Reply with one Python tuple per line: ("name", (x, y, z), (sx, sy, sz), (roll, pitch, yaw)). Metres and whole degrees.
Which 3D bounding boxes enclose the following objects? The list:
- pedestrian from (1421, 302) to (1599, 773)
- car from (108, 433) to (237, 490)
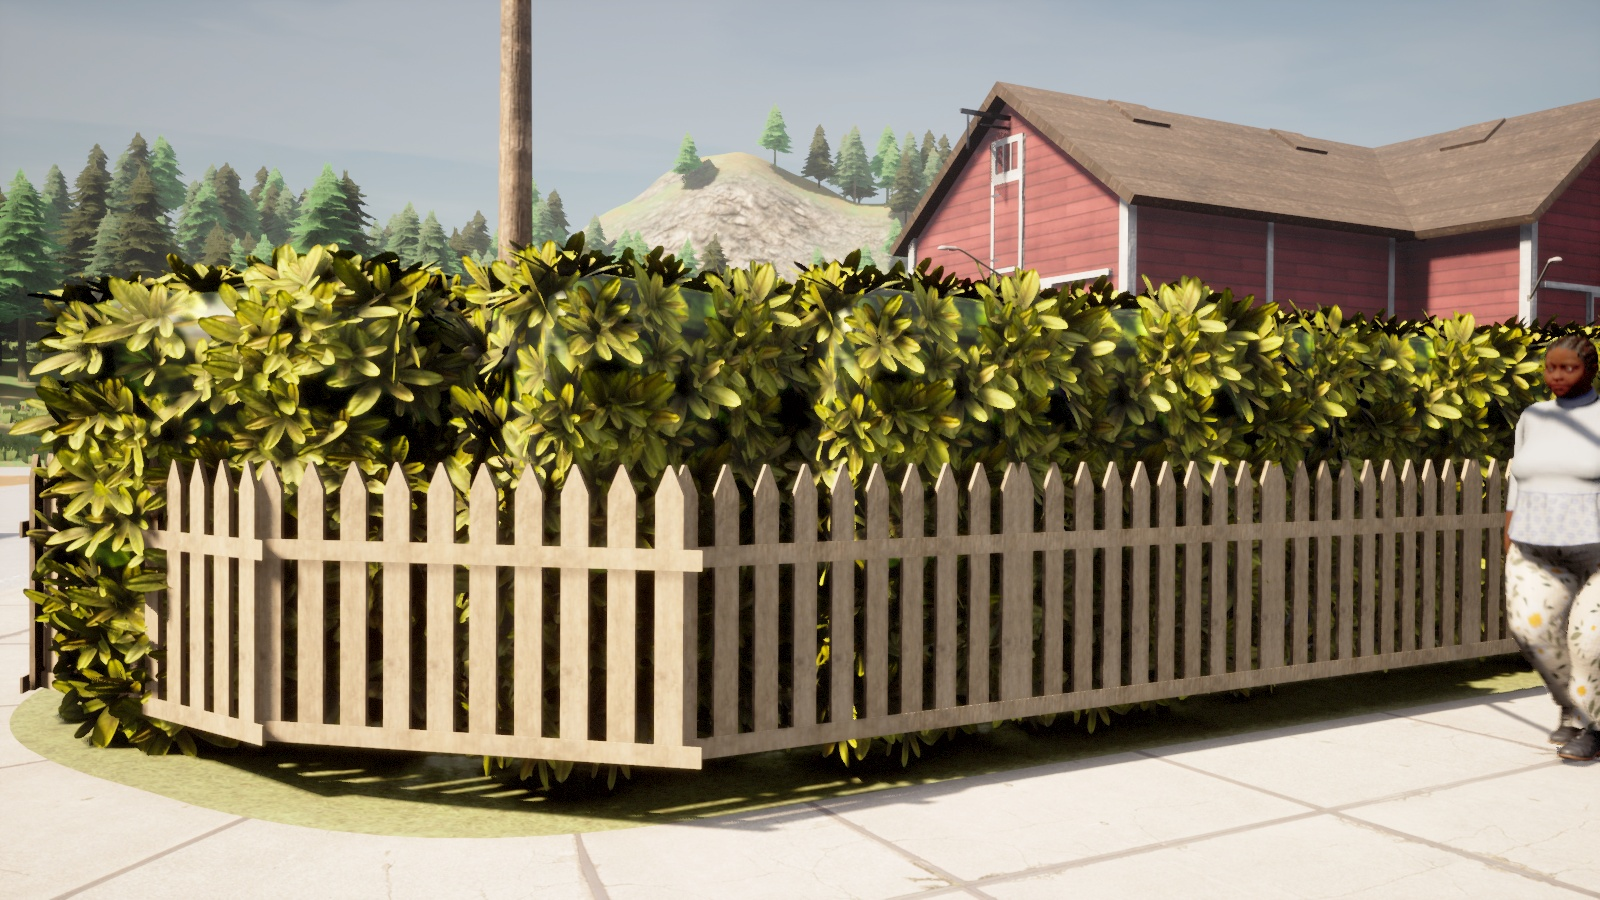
("pedestrian", (3.383, 0.336, 5.434), (0.900, 1.855, 0.874), (-1, 1, -29))
("car", (-18.821, 0.333, 37.542), (1.801, 1.575, 5.366), (-2, 1, -45))
